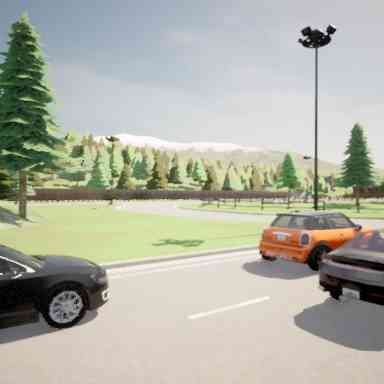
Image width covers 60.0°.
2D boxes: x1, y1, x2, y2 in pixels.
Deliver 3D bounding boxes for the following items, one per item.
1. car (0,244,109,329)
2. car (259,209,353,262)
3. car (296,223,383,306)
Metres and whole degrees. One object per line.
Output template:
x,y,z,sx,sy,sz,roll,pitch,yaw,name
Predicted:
-3.794,1.505,5.340,4.892,1.490,1.837,0,0,-36,car
4.418,1.417,11.206,4.553,1.767,2.097,1,0,-35,car
4.727,1.544,7.138,4.902,1.511,2.128,0,0,-35,car
